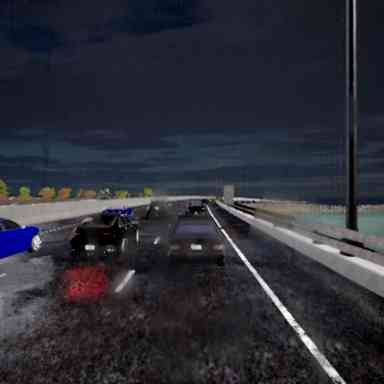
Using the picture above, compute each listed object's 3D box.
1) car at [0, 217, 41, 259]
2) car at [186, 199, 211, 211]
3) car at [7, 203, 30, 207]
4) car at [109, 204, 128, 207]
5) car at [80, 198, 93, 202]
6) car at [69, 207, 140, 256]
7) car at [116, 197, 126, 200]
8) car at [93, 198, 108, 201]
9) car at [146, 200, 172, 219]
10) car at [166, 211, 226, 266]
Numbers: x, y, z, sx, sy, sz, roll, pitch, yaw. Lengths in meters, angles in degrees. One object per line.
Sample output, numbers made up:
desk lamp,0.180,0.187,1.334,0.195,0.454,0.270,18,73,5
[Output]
car,-6.858,1.537,11.039,1.882,1.535,5.008,0,0,1
car,0.427,1.674,31.984,2.128,1.511,4.902,0,0,1
car,-17.243,1.755,33.170,1.994,1.385,4.181,0,0,1
car,-6.606,1.774,30.304,1.895,1.301,4.718,0,0,1
car,-22.927,2.052,72.733,1.895,1.301,4.718,0,0,2
car,-3.336,1.579,13.369,1.837,1.490,4.892,0,0,1
car,-15.845,1.951,74.456,1.882,1.535,5.008,0,0,2
car,-19.430,1.980,72.607,1.812,1.442,4.674,0,0,2
car,-3.077,1.534,31.780,2.097,1.767,4.553,0,0,1
car,0.149,1.612,11.824,2.033,1.411,5.357,0,0,1
